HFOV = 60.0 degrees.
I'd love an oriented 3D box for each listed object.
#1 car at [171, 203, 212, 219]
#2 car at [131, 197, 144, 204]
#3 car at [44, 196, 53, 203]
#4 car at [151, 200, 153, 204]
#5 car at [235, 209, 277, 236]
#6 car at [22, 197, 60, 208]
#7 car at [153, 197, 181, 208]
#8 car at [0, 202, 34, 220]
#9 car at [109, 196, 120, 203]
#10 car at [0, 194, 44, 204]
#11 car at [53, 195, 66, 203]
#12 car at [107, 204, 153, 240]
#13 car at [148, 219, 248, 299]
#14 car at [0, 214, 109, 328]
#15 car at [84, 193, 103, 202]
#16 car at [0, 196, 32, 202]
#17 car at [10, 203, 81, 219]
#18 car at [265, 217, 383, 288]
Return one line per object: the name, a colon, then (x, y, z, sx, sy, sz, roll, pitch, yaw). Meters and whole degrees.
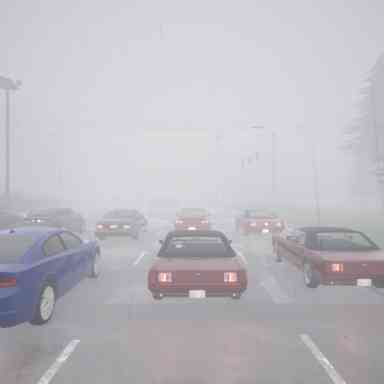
car: (0.053, 1.526, 17.479, 1.812, 1.442, 4.674, 0, 0, 1)
car: (-10.003, 1.547, 60.902, 2.033, 1.411, 5.357, 0, 0, -17)
car: (-20.897, 1.223, 41.451, 5.566, 2.045, 2.150, 0, 0, -5)
car: (-5.723, 1.564, 56.214, 1.994, 1.385, 4.181, 0, 0, 2)
car: (3.542, 1.601, 18.336, 1.895, 1.301, 4.718, 0, 0, -1)
car: (-22.025, 1.526, 48.606, 4.674, 1.442, 1.812, 0, 0, -8)
car: (-3.254, 1.547, 48.566, 2.033, 1.411, 5.357, 0, 0, 18)
car: (-10.436, 1.491, 16.959, 2.128, 1.511, 4.902, 0, 0, 0)
car: (-15.945, 1.564, 68.380, 1.994, 1.385, 4.181, 0, 0, -19)
car: (-20.387, 1.222, 37.924, 5.566, 2.045, 2.150, 0, 0, -6)
car: (-20.235, 1.492, 45.262, 4.902, 1.511, 2.128, 0, 0, -11)
car: (-3.429, 1.547, 16.928, 2.033, 1.411, 5.357, 0, 0, 0)
car: (0.091, 1.601, 8.376, 1.895, 1.301, 4.718, 0, 0, 0)
car: (-3.407, 1.478, 7.118, 1.882, 1.535, 5.008, 0, 0, 0)
car: (-21.926, 1.225, 73.944, 2.150, 2.045, 5.566, 0, 0, -27)
car: (-19.746, 1.492, 34.423, 4.902, 1.511, 2.128, 0, 0, -5)
car: (-6.935, 1.505, 16.975, 1.837, 1.490, 4.892, 0, 0, 0)
car: (3.592, 1.601, 9.168, 1.895, 1.301, 4.718, 0, 0, 0)
